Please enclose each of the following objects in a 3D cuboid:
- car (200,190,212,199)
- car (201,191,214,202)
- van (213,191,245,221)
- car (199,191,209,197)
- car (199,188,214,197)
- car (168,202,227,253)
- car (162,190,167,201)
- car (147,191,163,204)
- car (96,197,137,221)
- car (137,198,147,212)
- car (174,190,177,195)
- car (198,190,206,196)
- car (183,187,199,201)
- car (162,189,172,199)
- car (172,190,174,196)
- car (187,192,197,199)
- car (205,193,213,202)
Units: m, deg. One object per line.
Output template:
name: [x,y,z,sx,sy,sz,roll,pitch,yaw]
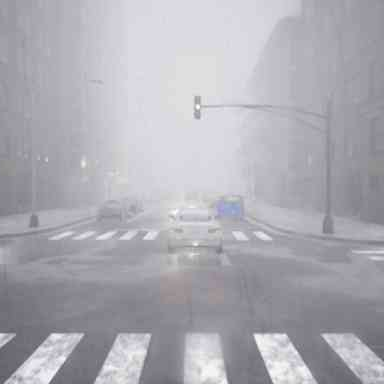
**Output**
car: [2.634,0.495,63.066,1.967,1.590,4.097,0,1,0]
car: [2.635,0.899,46.026,1.802,1.307,4.206,0,1,0]
van: [2.635,0.996,23.300,1.690,1.788,3.998,0,1,0]
car: [2.633,0.431,74.429,2.008,1.369,4.403,0,1,0]
car: [2.634,0.545,51.703,2.192,1.841,5.009,0,1,0]
car: [0.107,1.345,12.737,1.812,1.442,4.674,0,1,0]
car: [-5.391,0.796,51.701,1.947,1.339,4.313,0,1,0]
car: [-5.391,0.846,45.849,1.752,1.417,4.829,0,1,0]
car: [-5.390,1.206,23.294,2.008,1.369,4.403,0,1,0]
car: [-5.390,1.116,28.975,1.887,1.381,4.507,0,1,0]
car: [-5.392,0.233,80.104,1.967,1.590,4.097,0,1,0]
car: [2.632,0.271,85.790,1.947,1.339,4.313,0,1,0]
car: [-0.004,0.556,53.396,2.097,1.767,4.553,0,1,0]
car: [-5.392,0.621,63.063,1.947,1.339,4.313,0,1,0]
car: [-5.392,0.283,68.740,2.192,1.841,5.009,0,1,0]
car: [-0.004,0.650,63.461,1.895,1.301,4.718,0,1,0]
car: [2.635,1.070,34.665,1.802,1.307,4.206,0,1,0]
